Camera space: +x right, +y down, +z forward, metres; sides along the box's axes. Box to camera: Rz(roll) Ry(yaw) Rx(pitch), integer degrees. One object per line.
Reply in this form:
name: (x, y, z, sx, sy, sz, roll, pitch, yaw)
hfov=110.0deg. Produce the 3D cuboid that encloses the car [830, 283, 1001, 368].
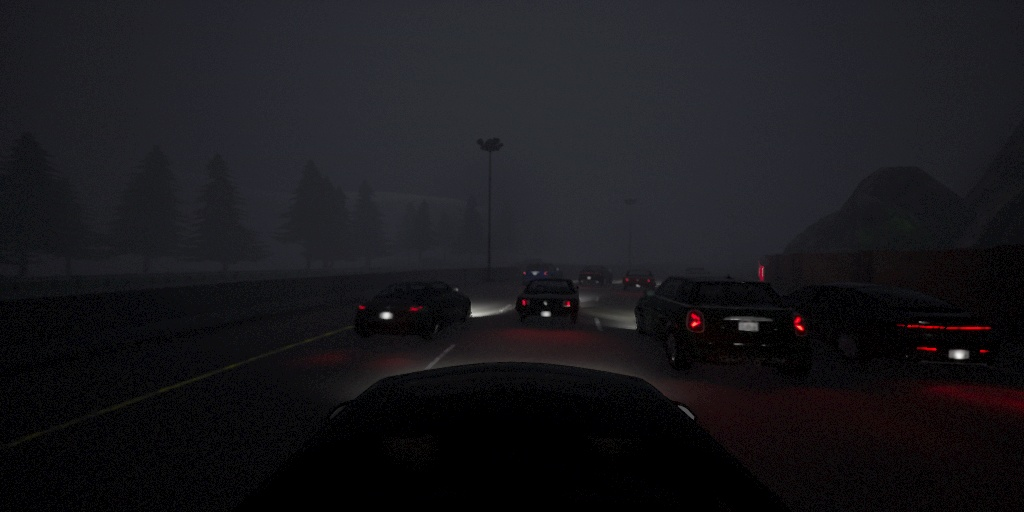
car: (7.727, 1.367, 8.305, 1.837, 1.490, 4.892, 0, 0, 9)

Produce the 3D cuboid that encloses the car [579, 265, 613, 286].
car: (6.668, 1.464, 28.310, 1.882, 1.535, 5.008, 0, 0, 25)

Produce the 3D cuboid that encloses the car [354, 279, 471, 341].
car: (-2.566, 1.349, 10.184, 1.994, 1.385, 4.181, 0, 0, 9)

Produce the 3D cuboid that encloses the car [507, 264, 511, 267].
car: (0.937, 1.732, 62.580, 1.994, 1.385, 4.181, 0, -1, 44)

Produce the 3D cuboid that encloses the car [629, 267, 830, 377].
car: (4.144, 1.178, 7.903, 2.097, 1.767, 4.553, 0, 0, 9)

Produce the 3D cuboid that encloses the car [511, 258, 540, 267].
car: (2.908, 1.386, 59.580, 2.150, 2.045, 5.566, 0, -1, 44)

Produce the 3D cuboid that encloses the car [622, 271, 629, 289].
car: (8.752, 1.579, 24.563, 1.895, 1.301, 4.718, 0, 0, 23)

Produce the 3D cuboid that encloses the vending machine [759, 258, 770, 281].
vending machine: (22.788, 1.346, 32.290, 1.100, 2.100, 0.880, 0, 0, 37)

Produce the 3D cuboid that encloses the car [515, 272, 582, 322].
car: (1.423, 1.437, 12.764, 1.895, 1.301, 4.718, 0, 0, 11)

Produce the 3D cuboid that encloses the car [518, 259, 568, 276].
car: (2.458, 1.297, 27.491, 2.097, 1.767, 4.553, 0, 0, 23)

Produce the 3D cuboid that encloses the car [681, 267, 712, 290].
car: (13.352, 1.554, 26.126, 1.812, 1.442, 4.674, 0, 0, 26)
